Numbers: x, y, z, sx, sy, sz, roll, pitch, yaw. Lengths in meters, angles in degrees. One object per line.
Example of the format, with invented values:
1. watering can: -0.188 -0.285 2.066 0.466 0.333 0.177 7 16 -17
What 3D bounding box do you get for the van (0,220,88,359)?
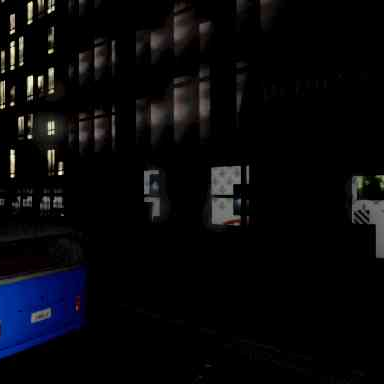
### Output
1. van: -3.431 1.341 5.331 3.998 1.788 1.690 0 0 36
